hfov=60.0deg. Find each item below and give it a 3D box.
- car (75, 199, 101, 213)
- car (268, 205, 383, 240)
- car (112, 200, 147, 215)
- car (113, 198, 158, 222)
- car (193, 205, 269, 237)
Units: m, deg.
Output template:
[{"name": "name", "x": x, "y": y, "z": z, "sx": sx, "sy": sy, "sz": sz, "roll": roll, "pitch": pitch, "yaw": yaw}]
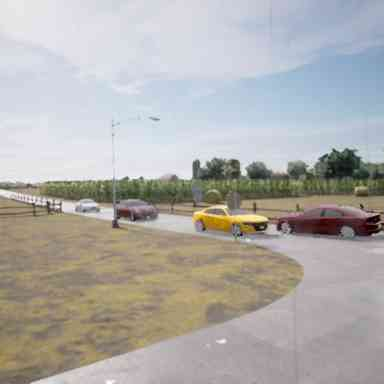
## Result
[{"name": "car", "x": -12.192, "y": 1.602, "z": 38.700, "sx": 1.812, "sy": 1.442, "sz": 4.674, "roll": -2, "pitch": 1, "yaw": -35}, {"name": "car", "x": 6.619, "y": 1.397, "z": 16.553, "sx": 1.882, "sy": 1.535, "sz": 5.008, "roll": -6, "pitch": 3, "yaw": -44}, {"name": "car", "x": -6.871, "y": 1.622, "z": 36.090, "sx": 1.895, "sy": 1.301, "sz": 4.718, "roll": -2, "pitch": 1, "yaw": -35}, {"name": "car", "x": -4.746, "y": 1.450, "z": 28.119, "sx": 2.097, "sy": 1.767, "sz": 4.553, "roll": -2, "pitch": 1, "yaw": -35}, {"name": "car", "x": 2.032, "y": 1.504, "z": 18.517, "sx": 1.882, "sy": 1.535, "sz": 5.008, "roll": -2, "pitch": 1, "yaw": -35}]
